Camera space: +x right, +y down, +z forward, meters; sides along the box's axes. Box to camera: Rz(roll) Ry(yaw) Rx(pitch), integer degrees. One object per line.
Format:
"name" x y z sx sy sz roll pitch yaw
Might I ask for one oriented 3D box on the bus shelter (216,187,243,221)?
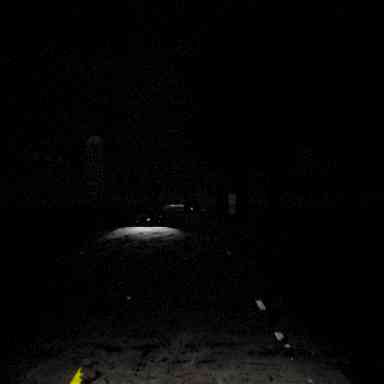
"bus shelter" 3.144 0.954 28.649 1.920 2.740 3.880 1 1 0

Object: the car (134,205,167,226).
"car" -2.849 1.627 23.711 1.994 1.385 4.181 0 0 0

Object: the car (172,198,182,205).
"car" -2.772 1.783 64.213 1.994 1.385 4.181 0 0 1

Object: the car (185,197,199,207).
"car" 0.015 1.679 55.766 2.128 1.511 4.902 0 0 0

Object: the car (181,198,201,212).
"car" 0.011 1.634 40.024 1.837 1.490 4.892 0 0 0
